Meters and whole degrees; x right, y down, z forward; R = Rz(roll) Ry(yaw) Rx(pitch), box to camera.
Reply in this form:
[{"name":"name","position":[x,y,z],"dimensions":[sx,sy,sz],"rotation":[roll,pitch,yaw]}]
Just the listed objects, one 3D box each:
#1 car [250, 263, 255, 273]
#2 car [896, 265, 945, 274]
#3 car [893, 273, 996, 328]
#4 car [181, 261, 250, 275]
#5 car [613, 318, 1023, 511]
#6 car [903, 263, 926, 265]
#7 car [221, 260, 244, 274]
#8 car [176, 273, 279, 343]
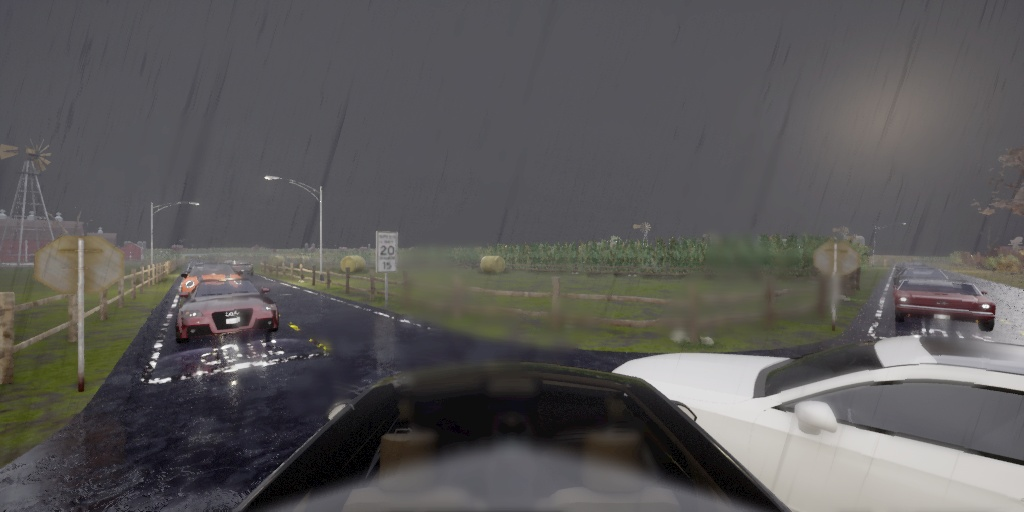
[{"name":"car","position":[-26.950,1.276,35.687],"dimensions":[2.128,1.511,4.902],"rotation":[0,0,-41]},{"name":"car","position":[20.611,1.358,17.970],"dimensions":[5.357,1.411,2.033],"rotation":[0,1,-43]},{"name":"car","position":[13.528,1.395,11.413],"dimensions":[4.718,1.301,1.895],"rotation":[0,1,-43]},{"name":"car","position":[-13.702,1.137,16.446],"dimensions":[2.097,1.767,4.553],"rotation":[0,0,-42]},{"name":"car","position":[2.840,1.294,2.360],"dimensions":[1.812,1.442,4.674],"rotation":[0,1,-44]},{"name":"car","position":[27.371,1.394,24.218],"dimensions":[4.181,1.385,1.994],"rotation":[0,1,-43]},{"name":"car","position":[-33.664,1.296,43.151],"dimensions":[1.837,1.490,4.892],"rotation":[0,0,-41]},{"name":"car","position":[-7.932,1.353,9.957],"dimensions":[1.994,1.385,4.181],"rotation":[0,0,-42]}]
